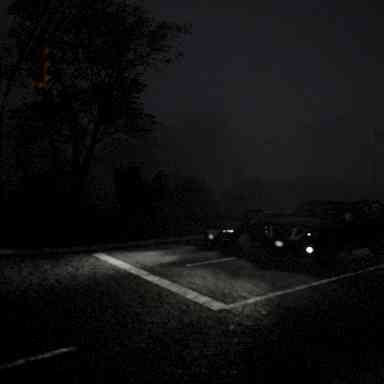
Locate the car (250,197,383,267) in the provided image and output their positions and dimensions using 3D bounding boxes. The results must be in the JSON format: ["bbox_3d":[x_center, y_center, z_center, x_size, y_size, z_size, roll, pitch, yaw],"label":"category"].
[{"bbox_3d":[4.914,1.231,11.796,5.566,2.045,2.150,0,0,-35],"label":"car"}]

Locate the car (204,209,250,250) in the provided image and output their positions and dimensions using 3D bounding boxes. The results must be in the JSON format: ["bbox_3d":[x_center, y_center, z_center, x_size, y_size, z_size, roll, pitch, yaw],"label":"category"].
[{"bbox_3d":[2.760,1.501,14.547,4.902,1.511,2.128,0,0,-35],"label":"car"}]

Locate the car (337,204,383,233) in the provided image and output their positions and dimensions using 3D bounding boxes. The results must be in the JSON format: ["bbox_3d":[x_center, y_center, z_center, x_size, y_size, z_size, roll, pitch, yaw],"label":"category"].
[{"bbox_3d":[11.092,1.543,20.473,4.674,1.442,1.812,0,0,-36],"label":"car"}]
